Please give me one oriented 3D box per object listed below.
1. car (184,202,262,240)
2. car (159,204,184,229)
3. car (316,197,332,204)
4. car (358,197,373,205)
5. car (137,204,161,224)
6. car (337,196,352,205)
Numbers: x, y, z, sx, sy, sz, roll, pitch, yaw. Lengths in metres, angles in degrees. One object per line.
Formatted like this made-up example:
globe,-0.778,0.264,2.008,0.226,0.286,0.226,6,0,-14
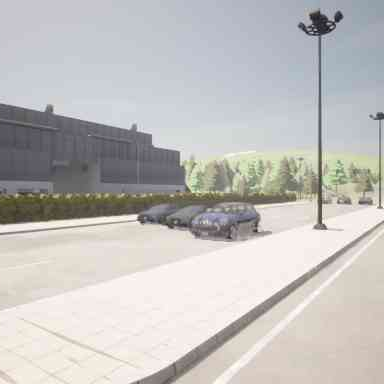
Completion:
car,1.884,1.352,17.214,2.097,1.767,4.553,0,0,35
car,0.177,1.564,20.875,1.994,1.385,4.181,0,0,35
car,24.754,1.602,62.161,1.895,1.301,4.718,0,0,35
car,30.095,1.547,57.587,2.033,1.411,5.357,0,0,35
car,-1.999,1.564,23.871,1.994,1.385,4.181,0,0,35
car,27.351,1.493,59.770,2.128,1.511,4.902,0,0,35
